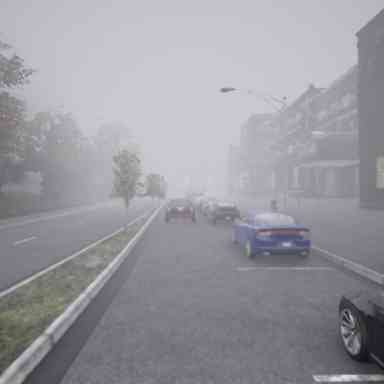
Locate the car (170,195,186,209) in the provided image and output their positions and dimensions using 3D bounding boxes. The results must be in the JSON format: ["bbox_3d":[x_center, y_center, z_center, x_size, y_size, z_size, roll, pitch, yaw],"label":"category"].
[{"bbox_3d":[-1.765,1.223,41.385,1.882,1.535,5.008,0,1,-3],"label":"car"}]

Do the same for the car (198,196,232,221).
[{"bbox_3d":[1.854,1.359,28.964,2.002,1.452,4.674,0,0,-3],"label":"car"}]

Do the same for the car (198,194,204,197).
[{"bbox_3d":[1.556,1.309,34.533,2.163,1.488,4.792,0,0,-3],"label":"car"}]

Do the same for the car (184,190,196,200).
[{"bbox_3d":[-0.517,0.677,73.299,2.435,2.045,5.566,0,1,-3],"label":"car"}]

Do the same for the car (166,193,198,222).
[{"bbox_3d":[-0.900,1.214,25.096,2.097,1.767,4.553,0,0,-3],"label":"car"}]

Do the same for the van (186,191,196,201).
[{"bbox_3d":[-0.225,0.760,67.850,1.878,1.987,4.442,0,1,-3],"label":"van"}]

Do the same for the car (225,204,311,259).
[{"bbox_3d":[2.736,1.419,12.444,2.097,1.535,5.008,0,0,-2],"label":"car"}]

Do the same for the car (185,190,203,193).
[{"bbox_3d":[0.669,0.895,51.146,2.435,2.045,5.566,0,0,-3],"label":"car"}]

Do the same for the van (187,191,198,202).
[{"bbox_3d":[0.071,0.817,62.311,1.878,1.987,4.442,0,1,-3],"label":"van"}]

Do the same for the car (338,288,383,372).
[{"bbox_3d":[3.060,1.496,2.852,2.163,1.488,4.792,0,0,0],"label":"car"}]
